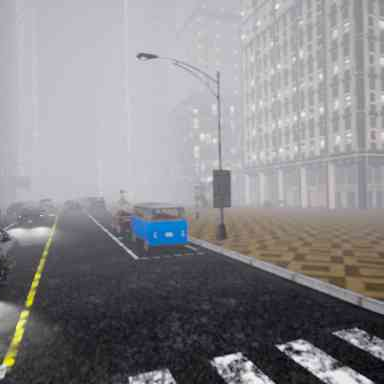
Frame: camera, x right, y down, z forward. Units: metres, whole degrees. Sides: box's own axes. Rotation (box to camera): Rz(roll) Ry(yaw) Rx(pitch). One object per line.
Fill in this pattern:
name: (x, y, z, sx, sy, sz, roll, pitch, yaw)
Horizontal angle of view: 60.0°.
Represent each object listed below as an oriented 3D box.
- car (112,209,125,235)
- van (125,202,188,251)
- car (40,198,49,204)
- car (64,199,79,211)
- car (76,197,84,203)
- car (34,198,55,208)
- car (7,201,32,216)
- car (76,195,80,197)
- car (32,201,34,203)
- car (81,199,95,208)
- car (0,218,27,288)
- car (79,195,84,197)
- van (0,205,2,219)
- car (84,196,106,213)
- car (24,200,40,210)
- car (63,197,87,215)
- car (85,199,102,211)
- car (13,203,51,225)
car: (-3.557, 1.594, 19.189, 1.887, 1.381, 4.507, -1, 0, -21)
van: (-1.506, 1.355, 14.045, 1.690, 1.788, 3.998, -1, 0, -21)
car: (-37.015, 2.212, 83.500, 1.802, 1.307, 4.206, -1, 0, -21)
car: (-17.190, 1.811, 47.388, 1.812, 1.442, 4.674, -1, 0, -21)
car: (-29.184, 2.038, 86.481, 1.947, 1.339, 4.313, -1, 0, -21)
car: (-18.075, 1.552, 41.258, 1.812, 1.442, 4.674, -1, 0, -21)
car: (-19.287, 1.905, 36.905, 1.947, 1.339, 4.313, -1, 0, -21)
car: (-19.339, 1.626, 60.595, 2.192, 1.841, 5.009, -1, 0, -21)
car: (-21.257, 1.923, 42.082, 2.008, 1.369, 4.403, -1, 0, -21)
car: (-17.366, 1.845, 55.418, 1.947, 1.339, 4.313, -1, 0, -21)
car: (-5.898, 1.670, 8.989, 1.994, 1.385, 4.181, -1, 0, -21)
car: (-15.400, 1.562, 50.241, 2.192, 1.841, 5.009, -1, 0, -21)
van: (-13.381, 1.582, 21.374, 1.690, 1.788, 3.998, -1, 0, -21)
car: (-11.460, 1.496, 39.886, 2.192, 1.841, 5.009, -1, 0, -21)
car: (-25.196, 2.019, 52.437, 1.802, 1.307, 4.206, -1, 0, -21)
car: (-13.358, 1.714, 37.425, 2.128, 1.511, 4.902, -1, 0, -20)
car: (-13.426, 1.759, 45.063, 1.887, 1.381, 4.507, -1, 0, -21)
car: (-12.347, 1.816, 25.952, 1.895, 1.301, 4.718, -1, 0, -21)
